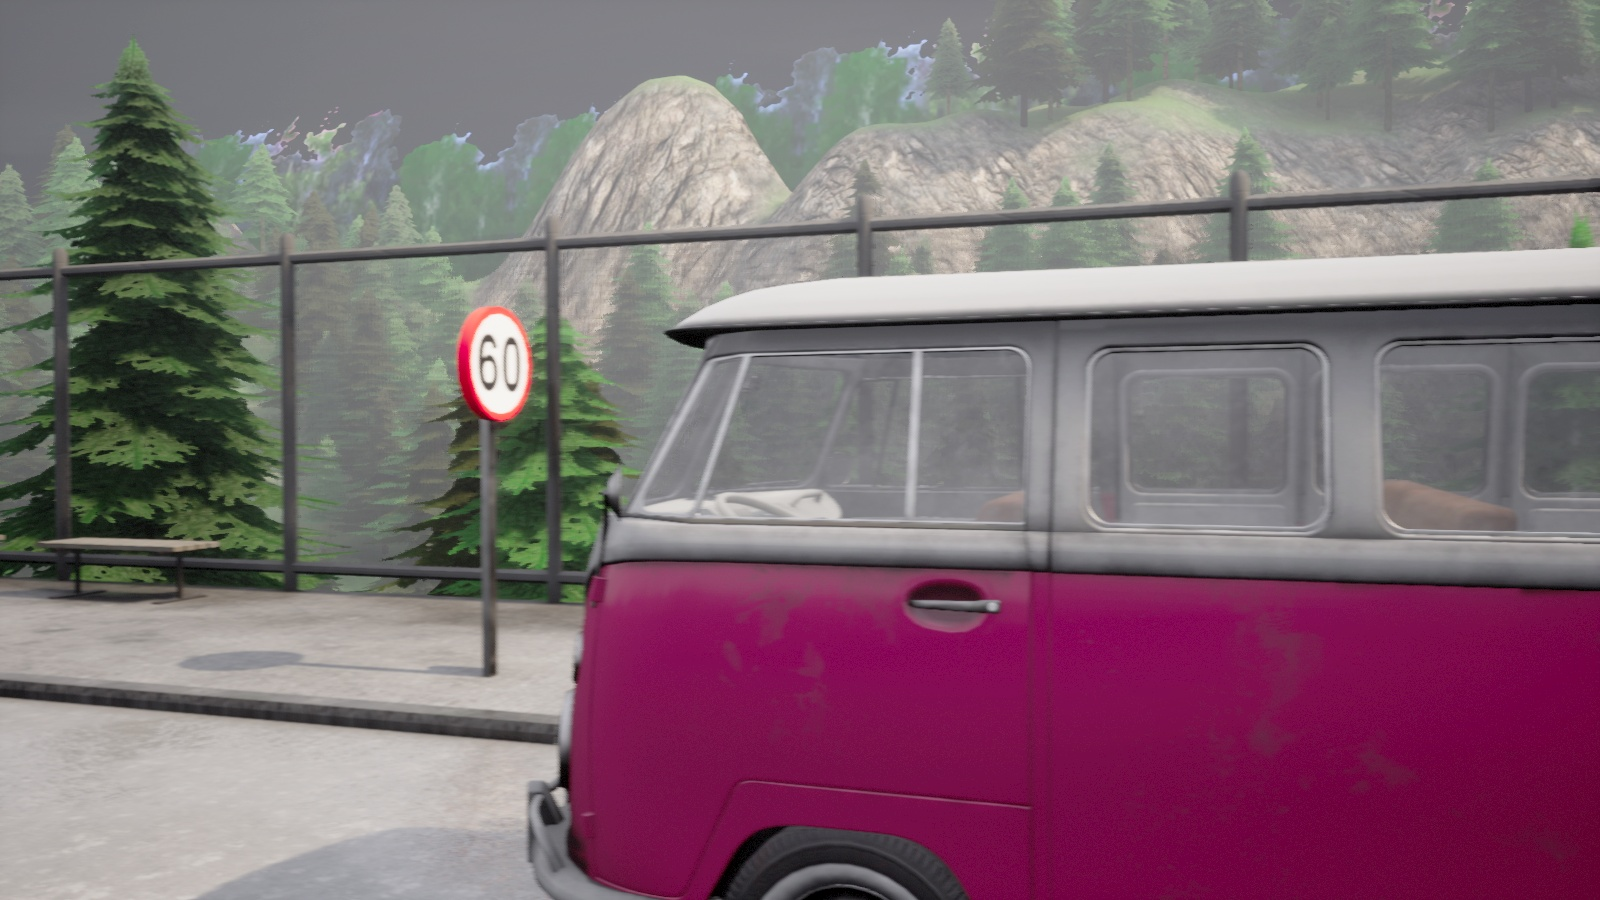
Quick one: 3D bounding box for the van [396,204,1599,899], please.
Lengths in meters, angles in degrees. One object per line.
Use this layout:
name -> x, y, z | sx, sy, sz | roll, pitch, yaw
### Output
van -> 1.385, 0.532, 3.250 | 4.442, 1.987, 1.775 | 1, 1, 19
